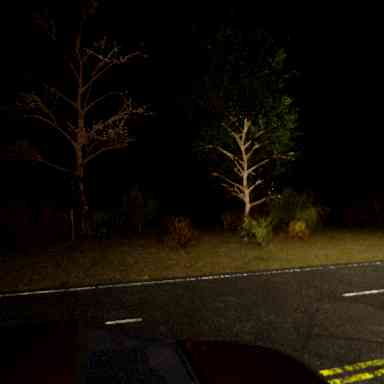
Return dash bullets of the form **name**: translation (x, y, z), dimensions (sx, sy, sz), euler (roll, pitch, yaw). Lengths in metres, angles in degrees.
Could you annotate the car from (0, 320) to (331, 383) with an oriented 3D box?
- **car**: translation (-0.749, 1.570, 1.877), dimensions (4.181, 1.385, 1.994), euler (0, 0, -18)
